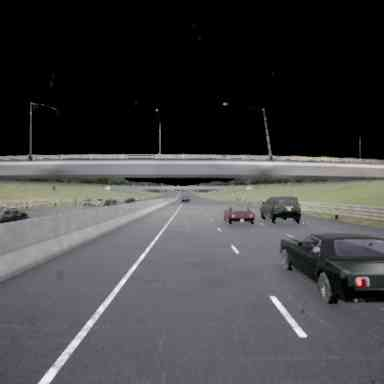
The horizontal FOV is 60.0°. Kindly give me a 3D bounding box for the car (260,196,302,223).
[{"bbox_3d":[7.027,1.366,26.782,2.150,2.045,5.566,0,0,0],"label":"car"}]

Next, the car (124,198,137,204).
[{"bbox_3d":[-10.889,1.877,59.246,1.837,1.490,4.892,0,-1,0],"label":"car"}]

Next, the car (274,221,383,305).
[{"bbox_3d":[3.593,1.634,8.131,1.895,1.301,4.718,0,0,0],"label":"car"}]

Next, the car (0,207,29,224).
[{"bbox_3d":[-10.633,1.584,17.958,2.128,1.511,4.902,0,0,0],"label":"car"}]

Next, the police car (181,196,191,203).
[{"bbox_3d":[-1.856,2.183,89.943,1.930,1.638,5.238,0,-1,-1],"label":"police car"}]

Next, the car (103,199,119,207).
[{"bbox_3d":[-14.390,1.936,59.232,1.994,1.385,4.181,0,-1,0],"label":"car"}]

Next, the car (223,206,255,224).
[{"bbox_3d":[3.533,1.740,25.738,1.895,1.301,4.718,0,0,0],"label":"car"}]

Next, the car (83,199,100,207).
[{"bbox_3d":[-17.877,1.974,59.125,1.895,1.301,4.718,0,-1,0],"label":"car"}]
